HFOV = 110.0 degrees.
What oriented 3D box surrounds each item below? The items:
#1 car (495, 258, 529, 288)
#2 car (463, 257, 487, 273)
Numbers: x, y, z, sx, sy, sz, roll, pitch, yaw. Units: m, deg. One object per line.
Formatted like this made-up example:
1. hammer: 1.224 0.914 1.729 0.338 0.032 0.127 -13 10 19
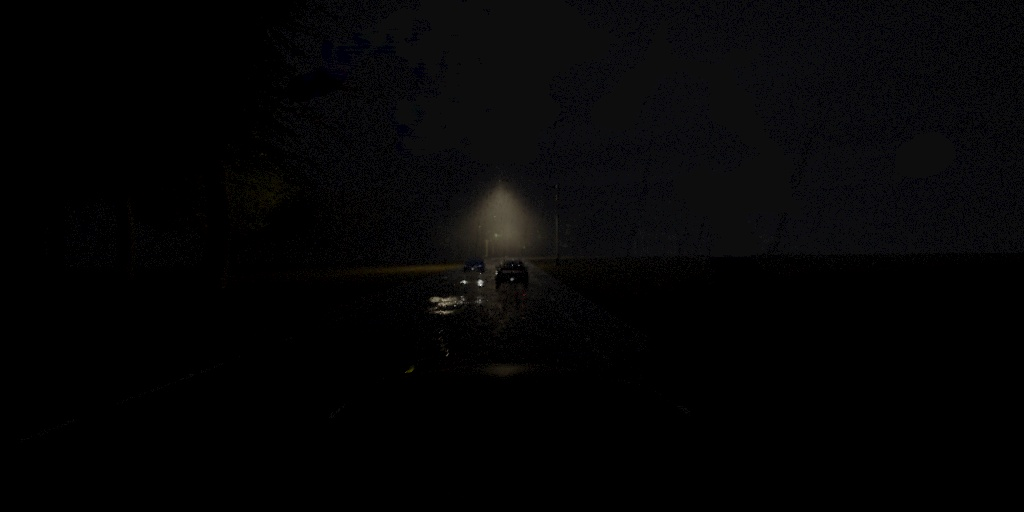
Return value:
1. car: 0.012 1.016 21.567 2.128 1.511 4.902 0 1 0
2. car: -3.524 0.840 34.455 1.812 1.442 4.674 0 1 0
